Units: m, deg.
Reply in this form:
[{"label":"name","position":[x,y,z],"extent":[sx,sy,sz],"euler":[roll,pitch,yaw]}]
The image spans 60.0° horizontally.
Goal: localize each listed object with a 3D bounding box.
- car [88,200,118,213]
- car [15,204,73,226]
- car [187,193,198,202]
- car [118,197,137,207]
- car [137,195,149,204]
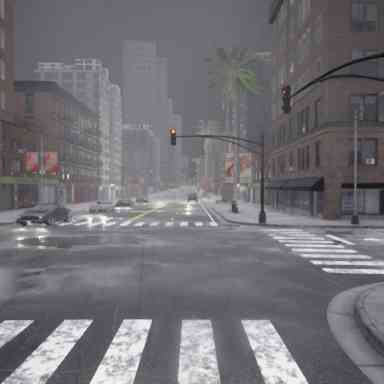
[{"label":"car","position":[-9.816,1.590,36.436],"extent":[1.895,1.301,4.718],"euler":[0,0,0]},{"label":"car","position":[-9.835,1.509,22.710],"extent":[2.033,1.411,5.357],"euler":[0,-1,0]},{"label":"car","position":[0.122,1.158,71.964],"extent":[2.150,2.045,5.566],"euler":[0,0,0]},{"label":"car","position":[-9.787,1.542,48.865],"extent":[1.994,1.385,4.181],"euler":[0,0,1]},{"label":"car","position":[-9.701,1.302,64.912],"extent":[2.097,1.767,4.553],"euler":[0,0,0]}]
